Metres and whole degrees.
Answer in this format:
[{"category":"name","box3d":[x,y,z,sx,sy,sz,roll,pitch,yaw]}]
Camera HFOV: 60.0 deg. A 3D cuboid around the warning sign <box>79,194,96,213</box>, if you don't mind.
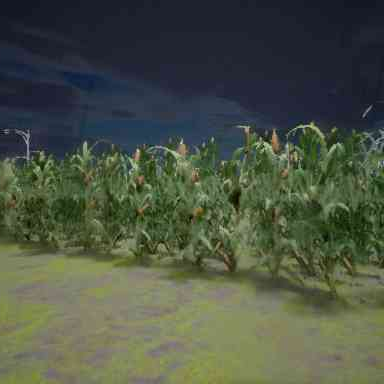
[{"category":"warning sign","box3d":[-10.649,1.195,33.947,1.300,1.860,1.060,1,1,35]}]
